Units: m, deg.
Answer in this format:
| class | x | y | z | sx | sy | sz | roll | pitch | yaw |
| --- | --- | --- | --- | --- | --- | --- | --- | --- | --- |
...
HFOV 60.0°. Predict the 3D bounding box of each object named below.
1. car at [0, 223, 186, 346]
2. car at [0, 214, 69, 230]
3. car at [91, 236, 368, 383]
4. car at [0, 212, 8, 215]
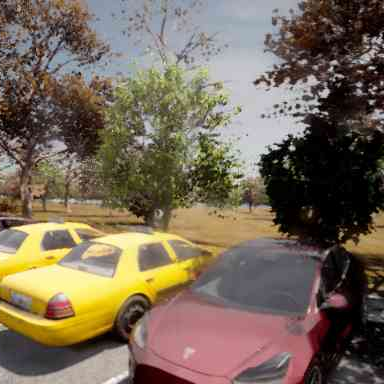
| class | x | y | z | sx | sy | sz | roll | pitch | yaw |
| --- | --- | --- | --- | --- | --- | --- | --- | --- | --- |
| car | -0.808 | 1.442 | 6.564 | 1.946 | 1.575 | 5.366 | 1 | 1 | 35 |
| car | -3.083 | 1.405 | 8.187 | 1.946 | 1.575 | 5.366 | 1 | 1 | 35 |
| car | 1.230 | 1.500 | 4.848 | 2.163 | 1.488 | 4.792 | 1 | 0 | 35 |
| car | -5.448 | 1.391 | 9.680 | 2.163 | 1.488 | 4.792 | 1 | 1 | 36 |
